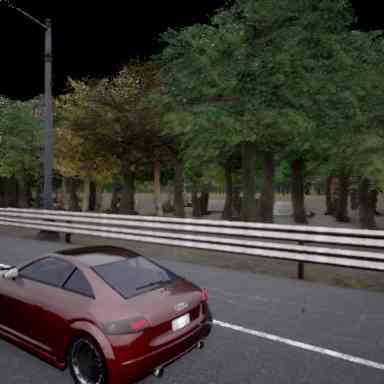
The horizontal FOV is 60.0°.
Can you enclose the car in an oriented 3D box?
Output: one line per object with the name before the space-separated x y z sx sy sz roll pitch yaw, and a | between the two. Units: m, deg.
car | -1.765 1.555 5.237 4.181 1.385 1.994 0 0 36
